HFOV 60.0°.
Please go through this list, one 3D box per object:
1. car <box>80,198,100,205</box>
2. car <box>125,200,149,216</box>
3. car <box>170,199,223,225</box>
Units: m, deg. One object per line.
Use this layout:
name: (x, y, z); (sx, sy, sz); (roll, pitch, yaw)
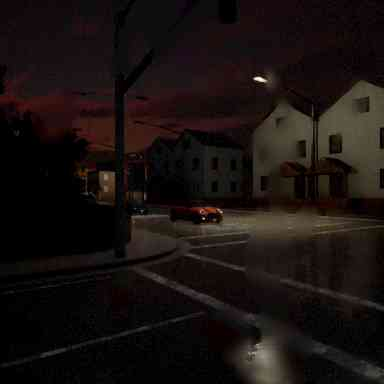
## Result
car: (-13.724, 1.527, 44.231); (1.812, 1.442, 4.674); (0, 1, -35)
car: (-6.071, 1.526, 33.444); (1.812, 1.442, 4.674); (0, 0, -35)
car: (0.254, 1.352, 24.533); (2.097, 1.767, 4.553); (0, 0, -35)
